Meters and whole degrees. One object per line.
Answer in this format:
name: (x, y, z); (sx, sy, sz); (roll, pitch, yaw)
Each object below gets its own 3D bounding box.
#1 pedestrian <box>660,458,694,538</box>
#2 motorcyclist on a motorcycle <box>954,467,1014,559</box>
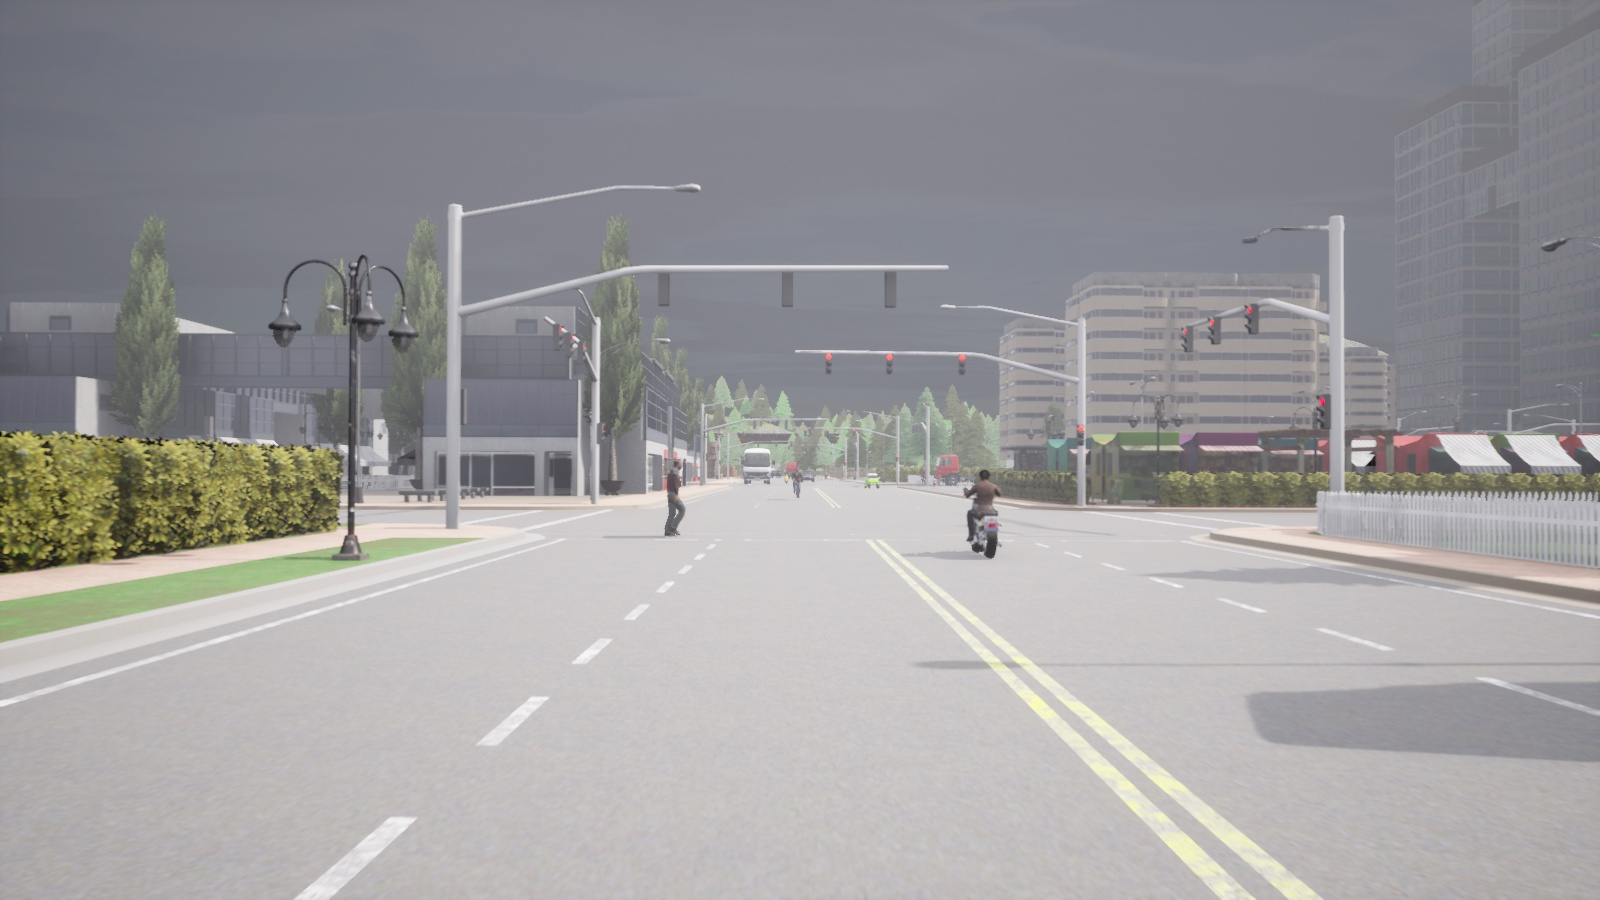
pedestrian: (-2.865, 1.107, 29.197); (0.720, 1.854, 0.376); (0, -1, -19)
motorcyclist on a motorcycle: (3.442, 1.150, 23.680); (0.766, 1.649, 2.350); (0, -1, 0)
